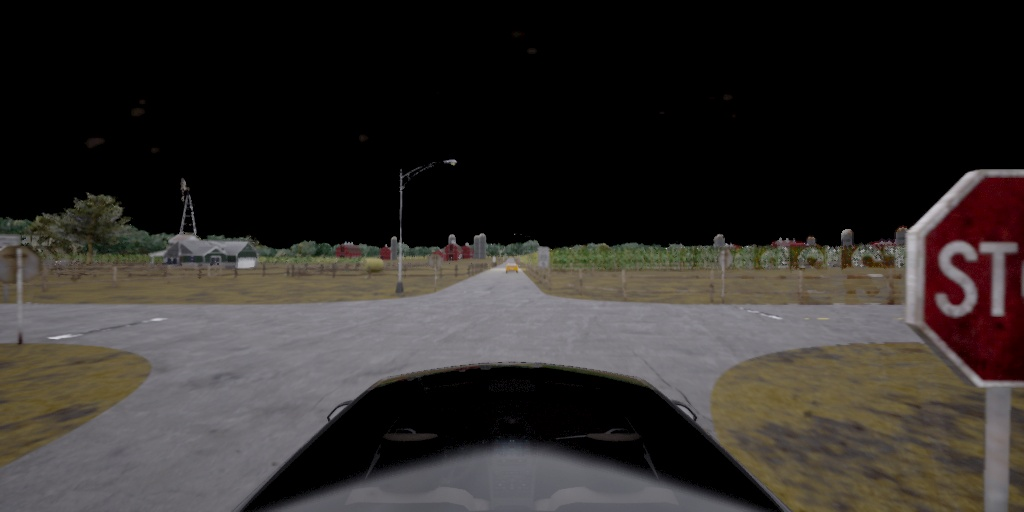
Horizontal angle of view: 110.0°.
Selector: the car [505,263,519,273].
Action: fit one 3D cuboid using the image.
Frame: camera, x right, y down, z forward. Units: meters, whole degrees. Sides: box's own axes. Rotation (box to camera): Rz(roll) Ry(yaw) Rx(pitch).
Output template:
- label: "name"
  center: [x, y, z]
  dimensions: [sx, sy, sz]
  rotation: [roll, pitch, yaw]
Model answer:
- label: "car"
  center: [0.002, 1.855, 56.592]
  dimensions: [1.882, 1.535, 5.008]
  rotation: [0, -1, 0]
